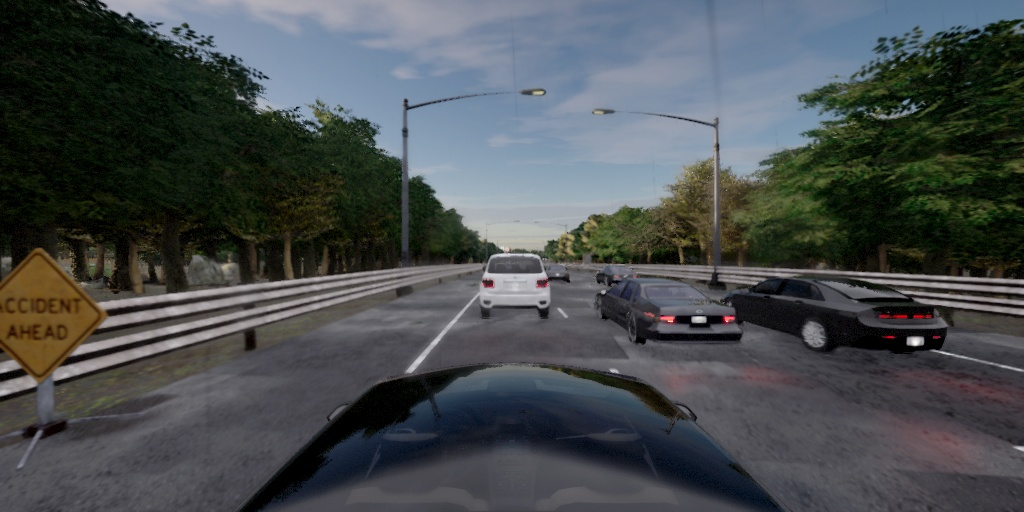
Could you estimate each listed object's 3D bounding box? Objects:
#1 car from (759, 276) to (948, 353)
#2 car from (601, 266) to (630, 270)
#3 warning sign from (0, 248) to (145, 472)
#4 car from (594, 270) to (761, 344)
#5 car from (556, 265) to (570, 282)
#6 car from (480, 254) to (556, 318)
[{"bbox_3d":[7.079,1.222,8.697,1.837,1.490,4.892,0,1,0],"label":"car"},{"bbox_3d":[7.091,1.358,24.768,2.033,1.411,5.357,0,-1,0],"label":"car"},{"bbox_3d":[-4.550,0.851,3.500,1.300,1.860,1.060,0,0,0],"label":"warning sign"},{"bbox_3d":[3.586,1.262,9.369,2.033,1.411,5.357,0,0,0],"label":"car"},{"bbox_3d":[3.600,1.457,30.094,1.994,1.385,4.181,0,-1,0],"label":"car"},{"bbox_3d":[0.093,0.940,12.909,2.150,2.045,5.566,0,0,0],"label":"car"}]
